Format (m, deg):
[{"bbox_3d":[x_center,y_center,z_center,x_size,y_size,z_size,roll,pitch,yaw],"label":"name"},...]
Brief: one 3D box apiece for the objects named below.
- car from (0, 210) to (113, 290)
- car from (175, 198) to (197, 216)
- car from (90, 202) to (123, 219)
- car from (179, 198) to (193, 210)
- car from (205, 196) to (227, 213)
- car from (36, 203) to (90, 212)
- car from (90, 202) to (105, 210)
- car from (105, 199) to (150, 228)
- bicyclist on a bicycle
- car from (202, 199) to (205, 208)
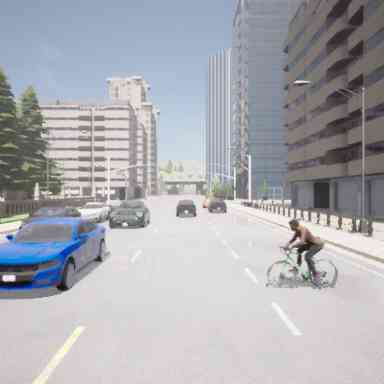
[{"bbox_3d":[-3.765,1.477,9.253,1.882,1.535,5.008,0,0,-1],"label":"car"},{"bbox_3d":[-0.559,1.504,32.441,1.837,1.490,4.892,0,0,-1],"label":"car"},{"bbox_3d":[-7.672,1.600,30.283,1.895,1.301,4.718,0,0,-1],"label":"car"},{"bbox_3d":[-0.804,1.524,43.611,1.812,1.442,4.674,0,0,-1],"label":"car"},{"bbox_3d":[2.809,1.503,37.644,1.837,1.490,4.892,0,0,-1],"label":"car"},{"bbox_3d":[-7.447,1.492,18.038,2.128,1.511,4.902,0,0,-1],"label":"car"},{"bbox_3d":[-7.514,1.525,25.513,1.812,1.442,4.674,0,0,-1],"label":"car"},{"bbox_3d":[-4.028,1.351,22.056,2.097,1.767,4.553,0,0,-1],"label":"car"},{"bbox_3d":[2.551,1.451,7.723,1.656,1.620,0.582,-2,0,-1],"label":"bicyclist on a bicycle"},{"bbox_3d":[2.591,1.350,46.777,2.097,1.767,4.553,0,0,-1],"label":"car"}]
